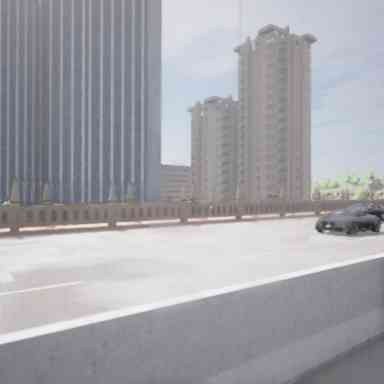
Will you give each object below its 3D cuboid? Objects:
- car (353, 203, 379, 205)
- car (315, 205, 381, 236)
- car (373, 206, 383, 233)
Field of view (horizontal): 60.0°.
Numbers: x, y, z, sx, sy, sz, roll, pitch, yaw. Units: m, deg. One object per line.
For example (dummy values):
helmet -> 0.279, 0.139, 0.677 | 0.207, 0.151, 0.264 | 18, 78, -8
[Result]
car -> 13.819, 1.604, 26.737 | 4.902, 1.511, 2.128 | 0, 0, -35
car -> 8.900, 1.638, 18.933 | 4.181, 1.385, 1.994 | 0, 0, -35
car -> 11.313, 1.567, 16.356 | 4.902, 1.511, 2.128 | 0, 0, -35
